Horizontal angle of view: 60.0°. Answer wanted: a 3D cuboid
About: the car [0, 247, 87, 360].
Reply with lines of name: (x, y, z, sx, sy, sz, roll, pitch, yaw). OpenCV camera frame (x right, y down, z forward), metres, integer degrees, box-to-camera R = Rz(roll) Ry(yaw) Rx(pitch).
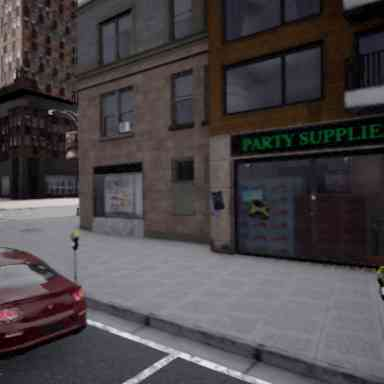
car: (-3.453, 1.581, 5.436, 4.206, 1.307, 1.802, 0, -1, 36)
